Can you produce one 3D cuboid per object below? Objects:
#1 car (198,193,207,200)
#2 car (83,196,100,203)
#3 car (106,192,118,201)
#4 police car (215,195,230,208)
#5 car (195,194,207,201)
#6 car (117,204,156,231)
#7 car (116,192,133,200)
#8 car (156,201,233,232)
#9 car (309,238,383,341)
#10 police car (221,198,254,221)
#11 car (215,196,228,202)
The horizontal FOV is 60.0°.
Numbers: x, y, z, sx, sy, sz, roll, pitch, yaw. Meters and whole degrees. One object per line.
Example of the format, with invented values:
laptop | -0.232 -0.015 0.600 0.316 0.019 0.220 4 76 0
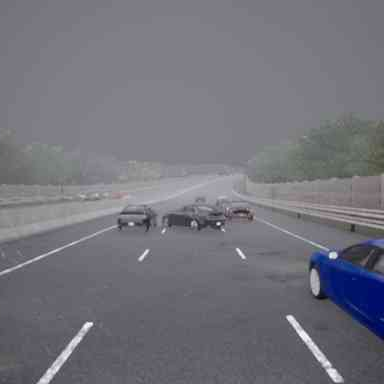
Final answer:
car | 2.590 1.120 80.446 2.033 1.411 5.357 0 1 4
car | -19.416 1.353 64.230 1.895 1.301 4.718 0 1 3
car | -15.716 0.938 67.647 2.150 2.045 5.566 0 1 3
police car | 4.426 1.358 49.061 1.930 1.638 5.238 0 0 2
car | 1.638 1.296 63.977 1.837 1.490 4.892 0 1 4
car | -3.251 1.508 20.471 2.128 1.511 4.902 0 0 1
car | -12.474 1.299 63.346 1.812 1.442 4.674 0 1 3
car | 0.003 1.525 20.667 1.837 1.490 4.892 -1 1 -38
car | 3.500 1.478 5.389 1.882 1.535 5.008 0 0 0
police car | 3.759 1.528 27.179 2.038 1.542 4.974 0 0 1
car | 4.039 1.487 38.067 2.128 1.511 4.902 0 0 2
